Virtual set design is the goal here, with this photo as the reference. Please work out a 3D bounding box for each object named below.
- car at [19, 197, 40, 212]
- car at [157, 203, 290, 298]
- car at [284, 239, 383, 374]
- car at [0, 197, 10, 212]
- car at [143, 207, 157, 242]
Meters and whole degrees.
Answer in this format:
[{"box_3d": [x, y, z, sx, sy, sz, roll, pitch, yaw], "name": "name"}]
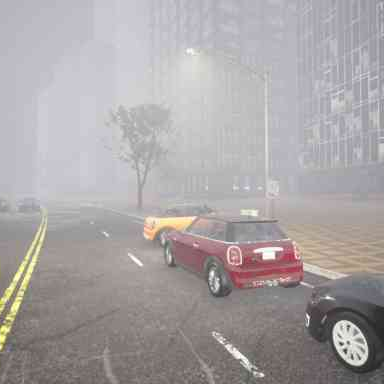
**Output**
[{"box_3d": [-19.174, 1.393, 39.315, 2.097, 1.767, 4.553, 0, 0, -24], "name": "car"}, {"box_3d": [0.795, 1.355, 8.940, 2.097, 1.767, 4.553, 0, 0, -23], "name": "car"}, {"box_3d": [3.576, 1.505, 3.493, 1.837, 1.490, 4.892, 0, 0, -36], "name": "car"}, {"box_3d": [-22.131, 1.391, 37.968, 2.097, 1.767, 4.553, 0, 0, -24], "name": "car"}, {"box_3d": [0.192, 1.278, 14.666, 4.553, 1.767, 2.097, -3, 1, -18], "name": "car"}]
